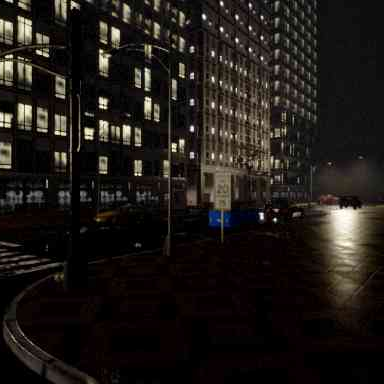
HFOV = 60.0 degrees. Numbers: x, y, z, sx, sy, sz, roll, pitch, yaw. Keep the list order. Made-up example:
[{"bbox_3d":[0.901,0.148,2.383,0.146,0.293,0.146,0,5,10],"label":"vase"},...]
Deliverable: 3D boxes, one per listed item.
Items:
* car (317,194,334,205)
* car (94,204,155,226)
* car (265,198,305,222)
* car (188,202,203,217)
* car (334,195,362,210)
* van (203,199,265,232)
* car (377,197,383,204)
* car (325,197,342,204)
[{"bbox_3d":[25.133,1.381,62.528,2.192,1.841,5.009,0,0,38],"label":"car"},{"bbox_3d":[-4.734,1.540,23.944,1.752,1.417,4.829,0,0,38],"label":"car"},{"bbox_3d":[7.619,1.473,26.859,1.967,1.590,4.097,0,0,38],"label":"car"},{"bbox_3d":[1.375,1.604,31.667,1.802,1.307,4.206,0,0,38],"label":"car"},{"bbox_3d":[21.195,1.369,44.494,2.192,1.841,5.009,0,0,38],"label":"car"},{"bbox_3d":[2.656,1.368,20.230,1.690,1.788,3.998,0,0,38],"label":"van"},{"bbox_3d":[38.164,1.659,66.536,1.947,1.339,4.313,0,0,38],"label":"car"},{"bbox_3d":[28.527,1.625,66.936,2.008,1.369,4.403,0,0,38],"label":"car"}]
